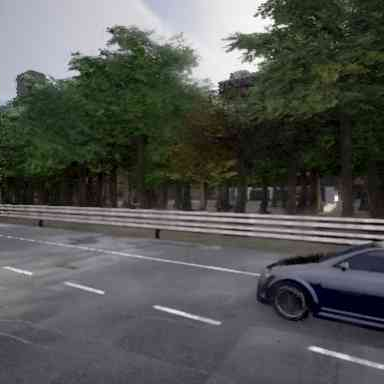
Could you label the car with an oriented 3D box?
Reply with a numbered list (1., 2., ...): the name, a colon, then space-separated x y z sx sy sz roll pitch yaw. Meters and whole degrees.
1. car: 3.277 1.567 5.831 4.181 1.385 1.994 0 0 36
